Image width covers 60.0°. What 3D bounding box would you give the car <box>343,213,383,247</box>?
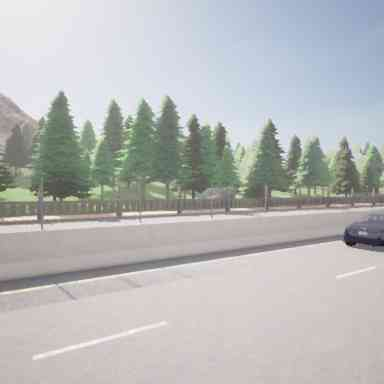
[{"bbox_3d":[8.269,1.572,14.066,4.181,1.385,1.994,0,0,-35],"label":"car"}]
